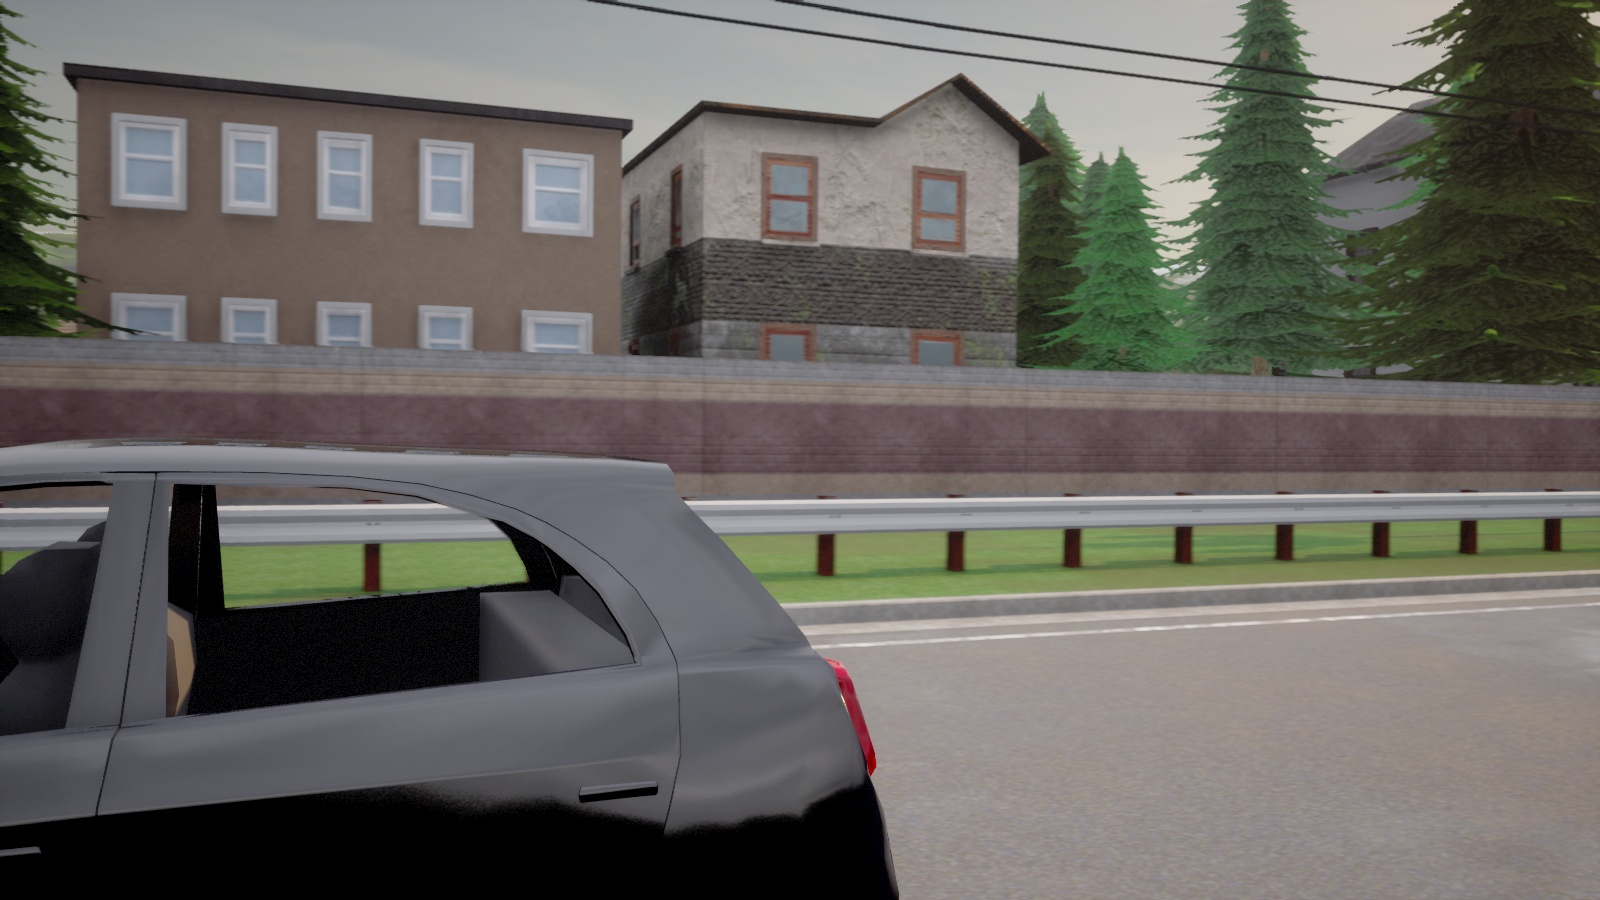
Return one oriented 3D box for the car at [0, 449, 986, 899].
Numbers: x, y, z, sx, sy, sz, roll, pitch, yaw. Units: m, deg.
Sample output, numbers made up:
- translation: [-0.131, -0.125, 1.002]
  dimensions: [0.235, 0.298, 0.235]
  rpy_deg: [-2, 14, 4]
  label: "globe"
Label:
- translation: [-1.672, 0.788, 2.604]
  dimensions: [3.633, 1.501, 1.845]
  rpy_deg: [-1, 1, -21]
  label: "car"
